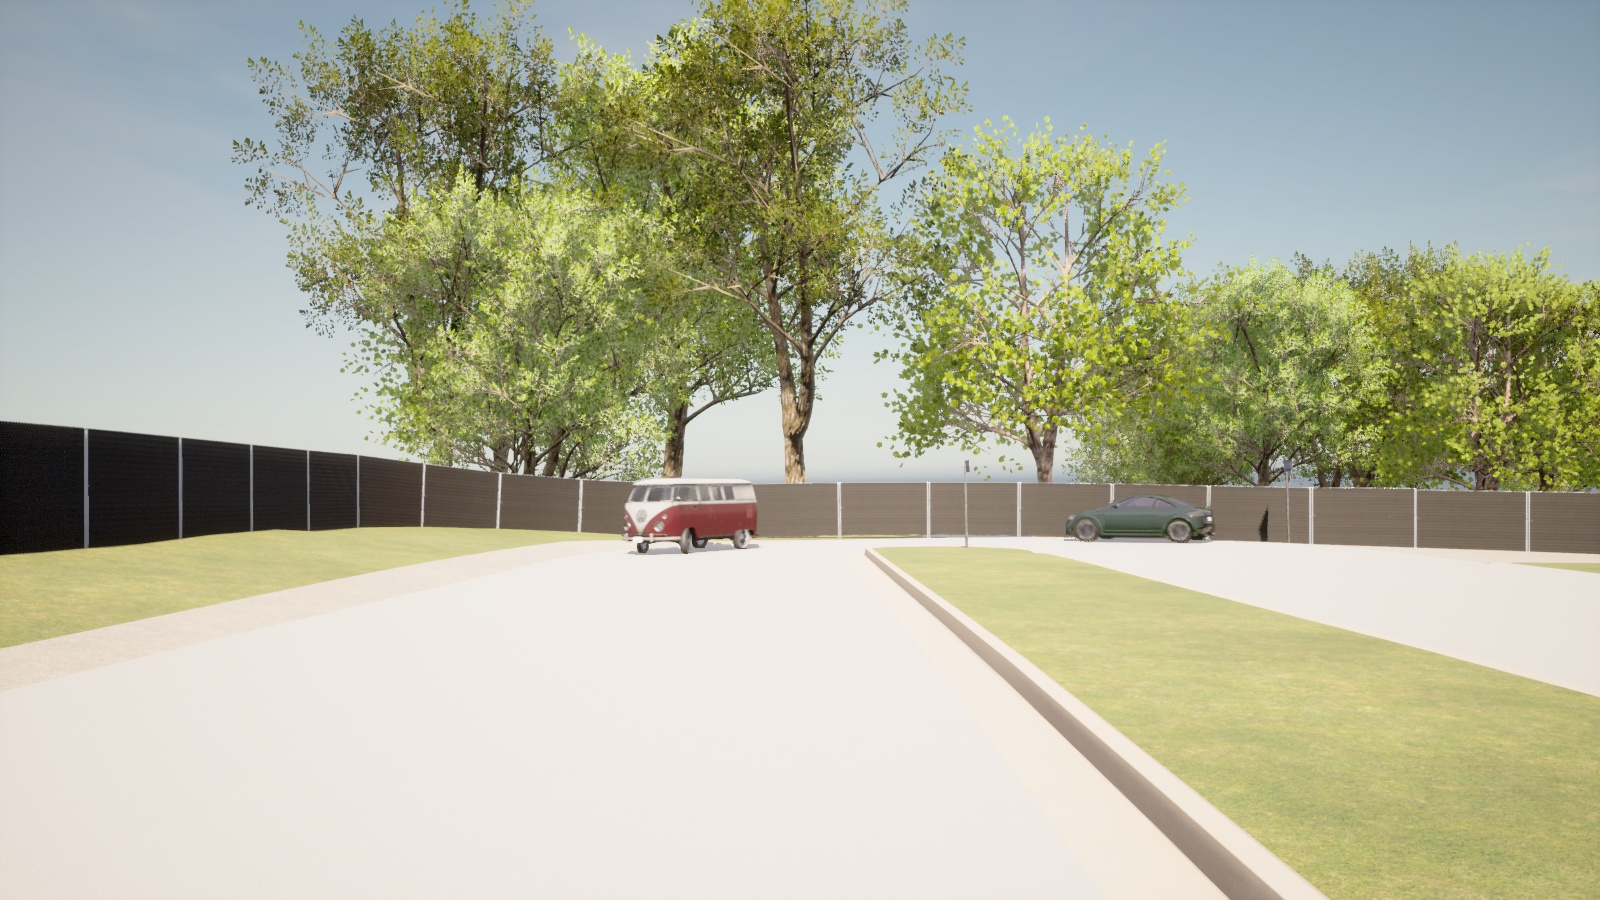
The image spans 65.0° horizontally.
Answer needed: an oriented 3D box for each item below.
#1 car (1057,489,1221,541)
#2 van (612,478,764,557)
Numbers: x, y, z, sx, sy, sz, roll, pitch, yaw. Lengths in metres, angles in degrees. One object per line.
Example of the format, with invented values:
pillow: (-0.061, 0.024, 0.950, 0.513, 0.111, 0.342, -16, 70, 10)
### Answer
car: (9.884, 1.902, 36.638, 4.181, 1.385, 1.994, -2, -2, 32)
van: (-2.936, 1.781, 33.987, 1.775, 1.987, 4.442, -3, -2, 31)
